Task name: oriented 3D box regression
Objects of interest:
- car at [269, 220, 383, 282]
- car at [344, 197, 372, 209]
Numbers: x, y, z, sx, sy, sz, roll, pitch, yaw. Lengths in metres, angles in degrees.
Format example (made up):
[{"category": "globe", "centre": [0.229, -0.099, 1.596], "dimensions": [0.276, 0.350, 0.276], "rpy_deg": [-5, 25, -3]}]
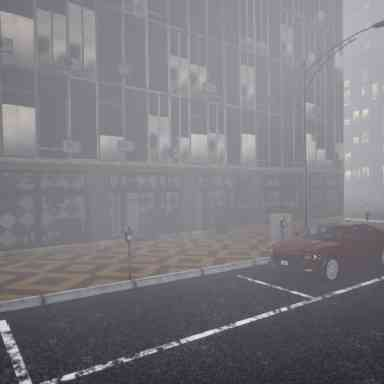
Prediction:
[{"category": "car", "centre": [4.158, 1.542, 9.721], "dimensions": [4.507, 1.381, 1.887], "rpy_deg": [0, -1, -36]}, {"category": "car", "centre": [18.691, 1.275, 39.604], "dimensions": [1.752, 1.417, 4.829], "rpy_deg": [-1, 1, -35]}]
